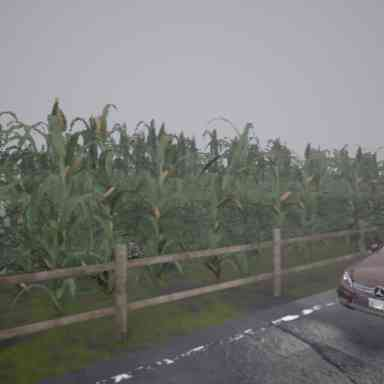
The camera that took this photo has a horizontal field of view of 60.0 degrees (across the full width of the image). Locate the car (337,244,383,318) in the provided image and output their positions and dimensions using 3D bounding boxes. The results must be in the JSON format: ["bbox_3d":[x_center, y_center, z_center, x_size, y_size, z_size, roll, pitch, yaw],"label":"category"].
[{"bbox_3d":[4.830,1.508,6.656,4.674,1.442,1.812,0,0,-36],"label":"car"}]
